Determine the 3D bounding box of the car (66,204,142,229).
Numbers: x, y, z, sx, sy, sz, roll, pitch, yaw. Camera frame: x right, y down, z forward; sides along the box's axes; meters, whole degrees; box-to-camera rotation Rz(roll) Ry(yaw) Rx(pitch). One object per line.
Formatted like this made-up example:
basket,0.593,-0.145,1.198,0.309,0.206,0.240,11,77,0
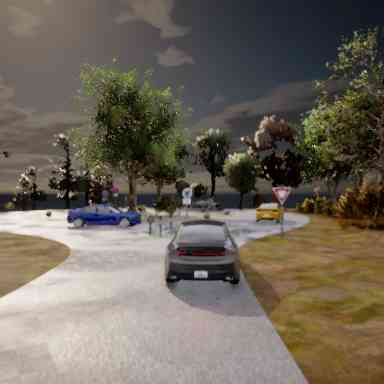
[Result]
car,-5.932,1.618,22.629,5.008,1.535,1.882,0,0,4

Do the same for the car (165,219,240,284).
car,0.344,1.568,9.762,1.837,1.490,4.892,0,0,3

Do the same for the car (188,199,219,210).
car,1.636,1.791,48.366,4.902,1.511,2.128,0,-1,36

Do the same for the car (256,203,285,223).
car,6.580,1.650,27.697,1.882,1.535,5.008,0,0,21
